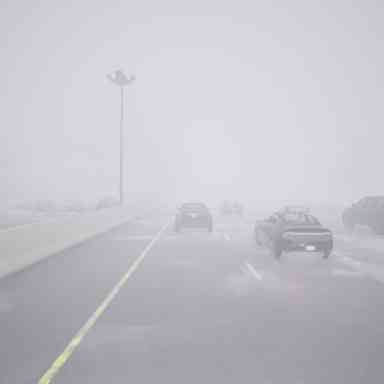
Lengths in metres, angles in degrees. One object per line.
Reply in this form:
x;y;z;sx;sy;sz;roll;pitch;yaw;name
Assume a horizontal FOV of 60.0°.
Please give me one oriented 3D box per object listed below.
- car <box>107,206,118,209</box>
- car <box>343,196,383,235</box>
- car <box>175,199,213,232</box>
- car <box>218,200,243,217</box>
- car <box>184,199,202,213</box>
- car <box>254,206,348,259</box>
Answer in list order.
-10.587;1.354;41.972;2.097;1.767;4.553;0;0;0;car
10.601;1.223;18.751;2.150;2.045;5.566;0;0;0;car
0.103;1.353;20.308;2.097;1.767;4.553;0;0;0;car
3.602;1.493;31.281;2.128;1.511;4.902;0;0;0;car
0.105;1.550;39.064;2.033;1.411;5.357;0;0;0;car
3.601;1.492;12.551;2.128;1.511;4.902;0;0;0;car
